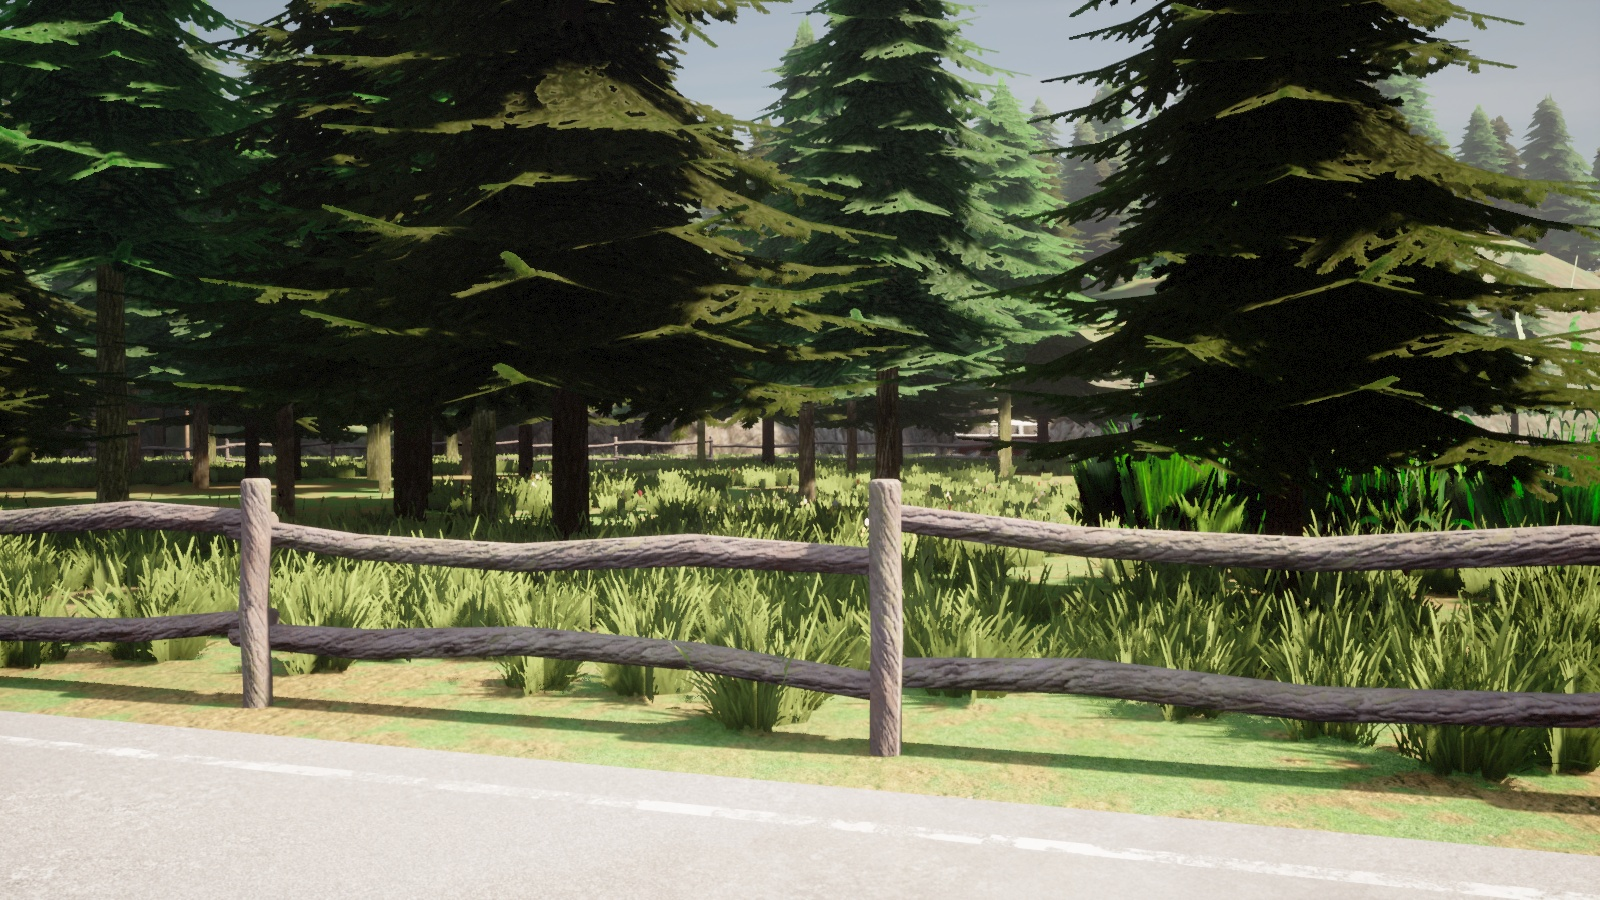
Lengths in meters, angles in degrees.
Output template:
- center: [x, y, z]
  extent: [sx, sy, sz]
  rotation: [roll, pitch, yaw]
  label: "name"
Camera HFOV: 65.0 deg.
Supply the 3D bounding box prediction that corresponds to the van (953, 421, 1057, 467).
- center: [9.150, -0.283, 56.318]
  extent: [4.480, 2.038, 2.069]
  rotation: [0, 1, 5]
  label: "van"
